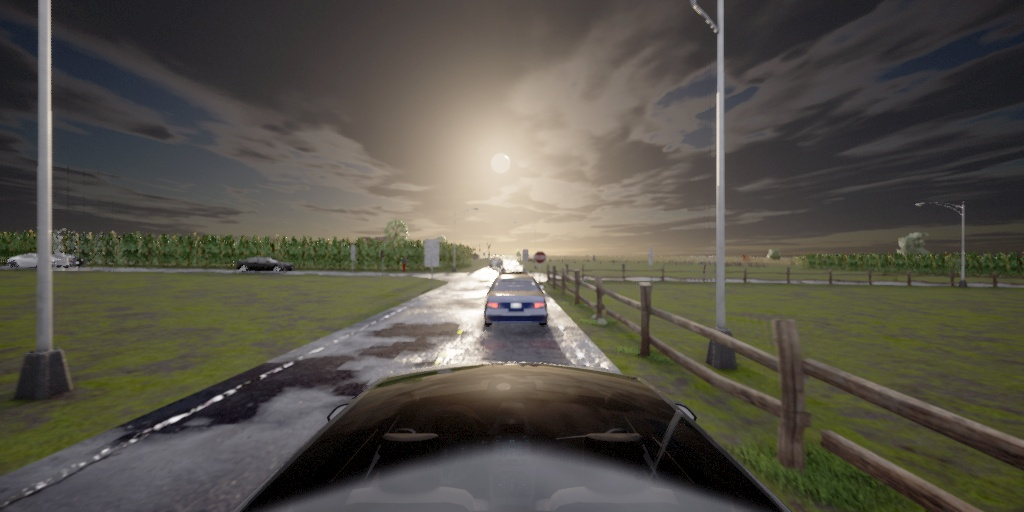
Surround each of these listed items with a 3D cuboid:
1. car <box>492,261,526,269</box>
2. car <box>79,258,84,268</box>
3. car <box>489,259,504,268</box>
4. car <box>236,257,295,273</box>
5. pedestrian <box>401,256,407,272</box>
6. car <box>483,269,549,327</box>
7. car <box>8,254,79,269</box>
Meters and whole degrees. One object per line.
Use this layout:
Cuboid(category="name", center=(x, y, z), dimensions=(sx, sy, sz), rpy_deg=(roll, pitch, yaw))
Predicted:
Cuboid(category="car", center=(0.071, 1.250, 21.607), dimensions=(2.128, 1.511, 4.902), rpy_deg=(0, 0, -1))
Cuboid(category="car", center=(-47.371, 0.492, 37.227), dimensions=(4.674, 1.442, 1.812), rpy_deg=(1, -1, 0))
Cuboid(category="car", center=(-2.807, 1.265, 59.866), dimensions=(2.128, 1.511, 4.902), rpy_deg=(0, 0, 1))
Cuboid(category="car", center=(-23.556, 0.834, 34.402), dimensions=(5.008, 1.535, 1.882), rpy_deg=(1, -1, 0))
Cuboid(category="pedestrian", center=(-12.170, 0.902, 40.411), dimensions=(0.375, 1.860, 0.375), rpy_deg=(0, -2, 0))
Cuboid(category="car", center=(0.099, 1.301, 11.565), dimensions=(2.033, 1.411, 5.357), rpy_deg=(0, 0, 0))
Cuboid(category="car", center=(-45.253, 0.502, 34.379), dimensions=(4.674, 1.442, 1.812), rpy_deg=(1, -1, 0))
